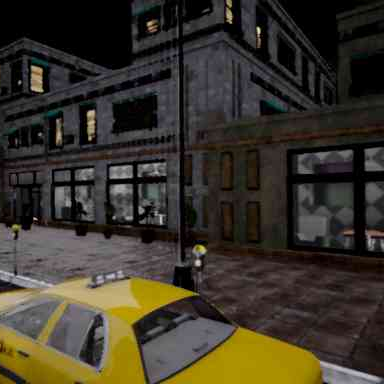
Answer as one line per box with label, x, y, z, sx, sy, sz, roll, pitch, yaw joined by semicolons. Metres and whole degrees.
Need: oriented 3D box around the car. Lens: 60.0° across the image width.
car;-1.105;1.525;3.673;4.829;1.417;1.752;0;-1;35
